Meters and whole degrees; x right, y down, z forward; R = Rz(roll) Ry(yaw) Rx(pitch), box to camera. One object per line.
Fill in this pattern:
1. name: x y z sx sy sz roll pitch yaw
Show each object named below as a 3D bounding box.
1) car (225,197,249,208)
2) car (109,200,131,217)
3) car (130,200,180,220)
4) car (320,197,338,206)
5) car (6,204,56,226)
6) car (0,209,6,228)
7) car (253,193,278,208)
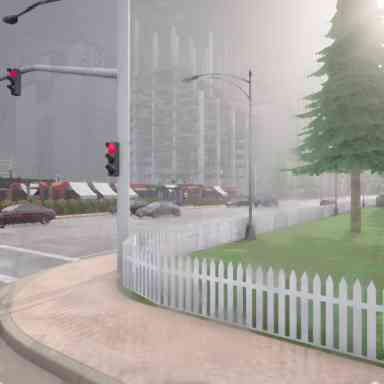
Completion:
1. car: 6.656 1.492 48.994 2.128 1.511 4.902 0 0 34
2. car: -5.458 1.478 31.145 1.882 1.535 5.008 0 0 34
3. car: -2.823 1.526 28.763 1.812 1.442 4.674 0 0 34
4. car: 21.035 1.526 51.303 1.812 1.442 4.674 0 0 34
5. car: -11.475 1.526 22.225 1.812 1.442 4.674 0 0 36
6. car: -11.830 1.492 15.459 2.128 1.511 4.902 0 0 34
7. car: 10.950 1.226 49.060 2.150 2.045 5.566 0 0 34
